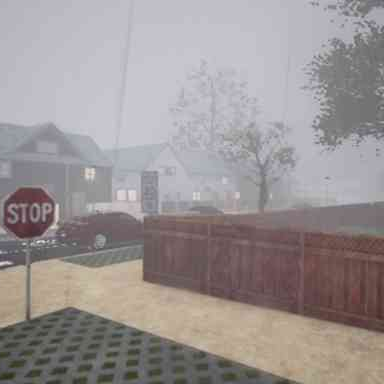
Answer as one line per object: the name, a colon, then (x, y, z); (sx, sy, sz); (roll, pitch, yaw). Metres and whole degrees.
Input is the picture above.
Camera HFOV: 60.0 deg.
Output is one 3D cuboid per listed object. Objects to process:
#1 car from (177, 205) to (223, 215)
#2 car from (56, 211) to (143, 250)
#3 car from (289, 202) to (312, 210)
car: (0.673, 1.733, 25.450); (1.812, 1.442, 4.674); (0, 0, 37)
car: (-3.594, 1.585, 15.054); (1.882, 1.535, 5.008); (0, -1, 36)
car: (14.265, 1.984, 43.500); (1.994, 1.385, 4.181); (0, -1, 37)
